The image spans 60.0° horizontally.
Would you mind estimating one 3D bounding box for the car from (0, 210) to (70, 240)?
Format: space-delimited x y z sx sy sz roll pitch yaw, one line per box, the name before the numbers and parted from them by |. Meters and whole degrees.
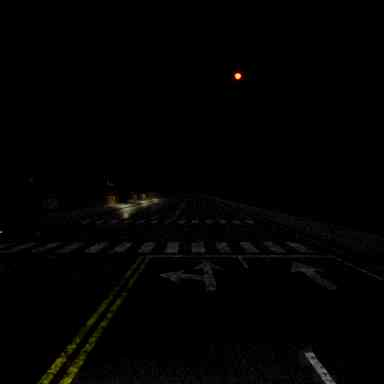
car | -8.585 1.552 15.521 5.357 1.411 2.033 0 0 -33
